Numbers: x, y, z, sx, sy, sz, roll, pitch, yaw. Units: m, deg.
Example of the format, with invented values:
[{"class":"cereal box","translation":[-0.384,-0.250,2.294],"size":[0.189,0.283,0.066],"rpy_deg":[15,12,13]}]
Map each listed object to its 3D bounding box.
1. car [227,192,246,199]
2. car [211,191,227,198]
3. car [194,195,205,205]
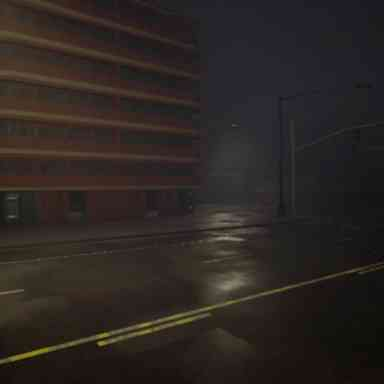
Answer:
[{"class":"car","translation":[11.140,0.834,80.674],"size":[3.806,1.475,1.970],"rpy_deg":[-1,1,-35]},{"class":"car","translation":[7.171,0.687,84.897],"size":[4.611,1.667,2.242],"rpy_deg":[-1,1,-35]},{"class":"car","translation":[0.138,1.298,54.345],"size":[2.128,1.511,4.902],"rpy_deg":[-1,1,-36]}]
